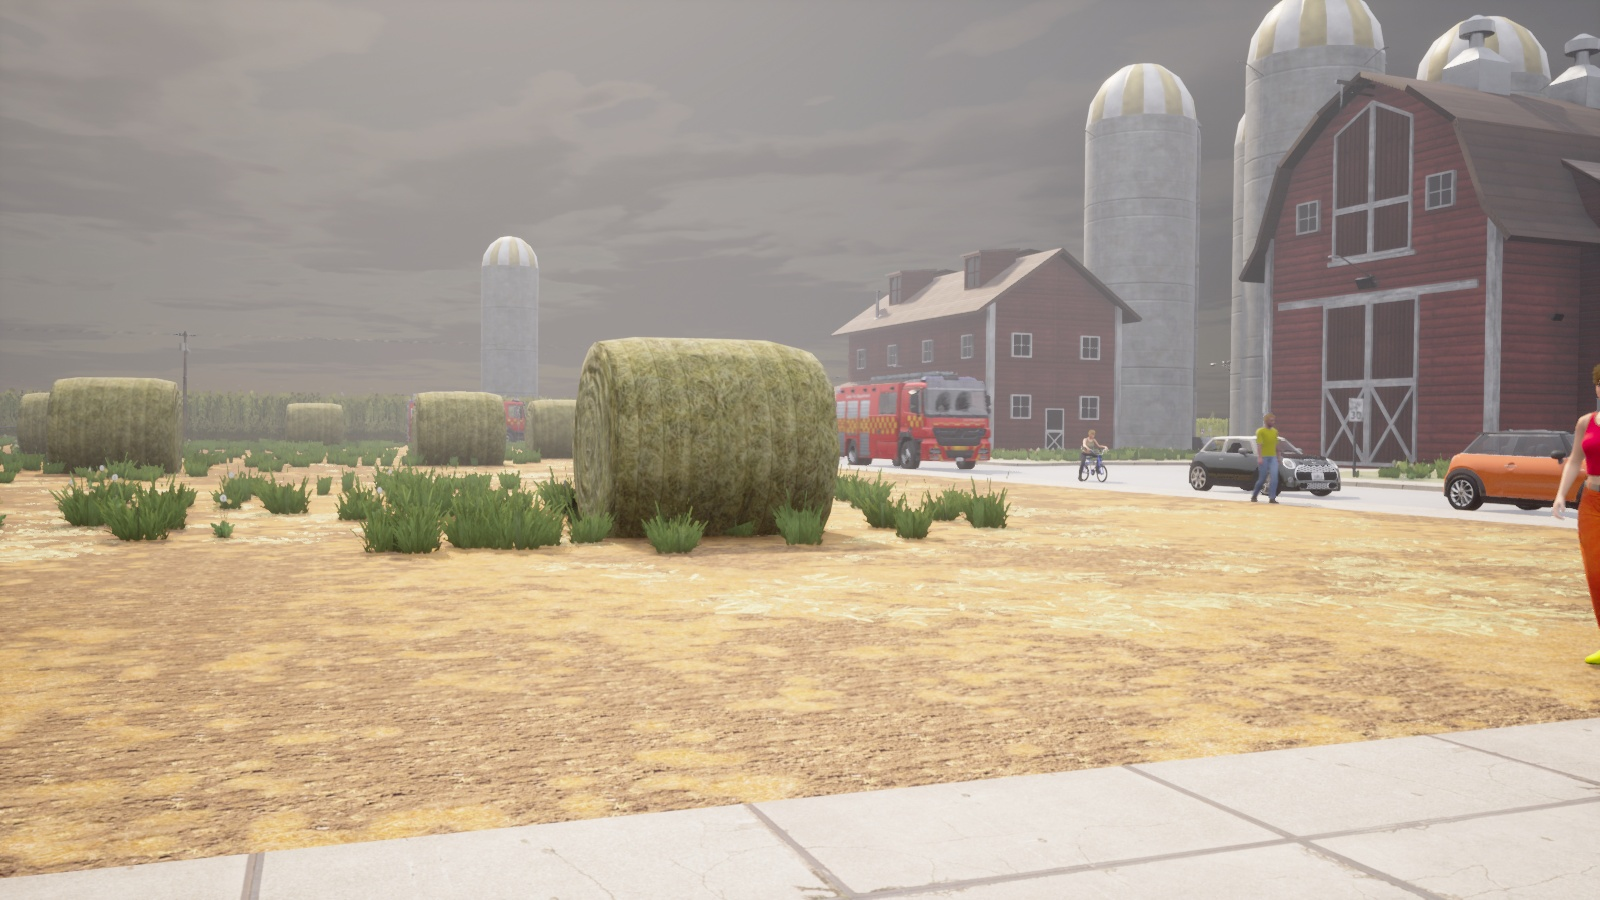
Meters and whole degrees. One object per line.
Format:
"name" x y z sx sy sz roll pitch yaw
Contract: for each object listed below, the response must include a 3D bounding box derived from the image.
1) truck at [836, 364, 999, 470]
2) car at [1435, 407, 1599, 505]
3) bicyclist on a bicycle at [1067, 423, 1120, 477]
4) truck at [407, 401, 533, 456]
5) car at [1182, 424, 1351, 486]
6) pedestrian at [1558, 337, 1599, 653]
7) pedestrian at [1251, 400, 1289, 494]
"truck" 4.462 -1.265 50.217 2.891 3.827 8.468 -1 1 -22
"car" 14.920 0.072 24.186 2.097 1.767 4.553 -1 1 -22
"bicyclist on a bicycle" 9.057 -0.020 38.790 0.866 1.612 1.509 -1 1 -22
"truck" -23.816 -1.585 90.712 8.468 3.827 2.891 -1 1 -21
"car" 11.792 0.090 31.991 1.970 1.475 3.806 -1 1 -22
"pedestrian" 4.859 0.257 7.489 0.594 1.836 0.345 -1 1 -32
"pedestrian" 9.318 -0.074 24.926 0.354 1.836 0.706 -1 1 -14
